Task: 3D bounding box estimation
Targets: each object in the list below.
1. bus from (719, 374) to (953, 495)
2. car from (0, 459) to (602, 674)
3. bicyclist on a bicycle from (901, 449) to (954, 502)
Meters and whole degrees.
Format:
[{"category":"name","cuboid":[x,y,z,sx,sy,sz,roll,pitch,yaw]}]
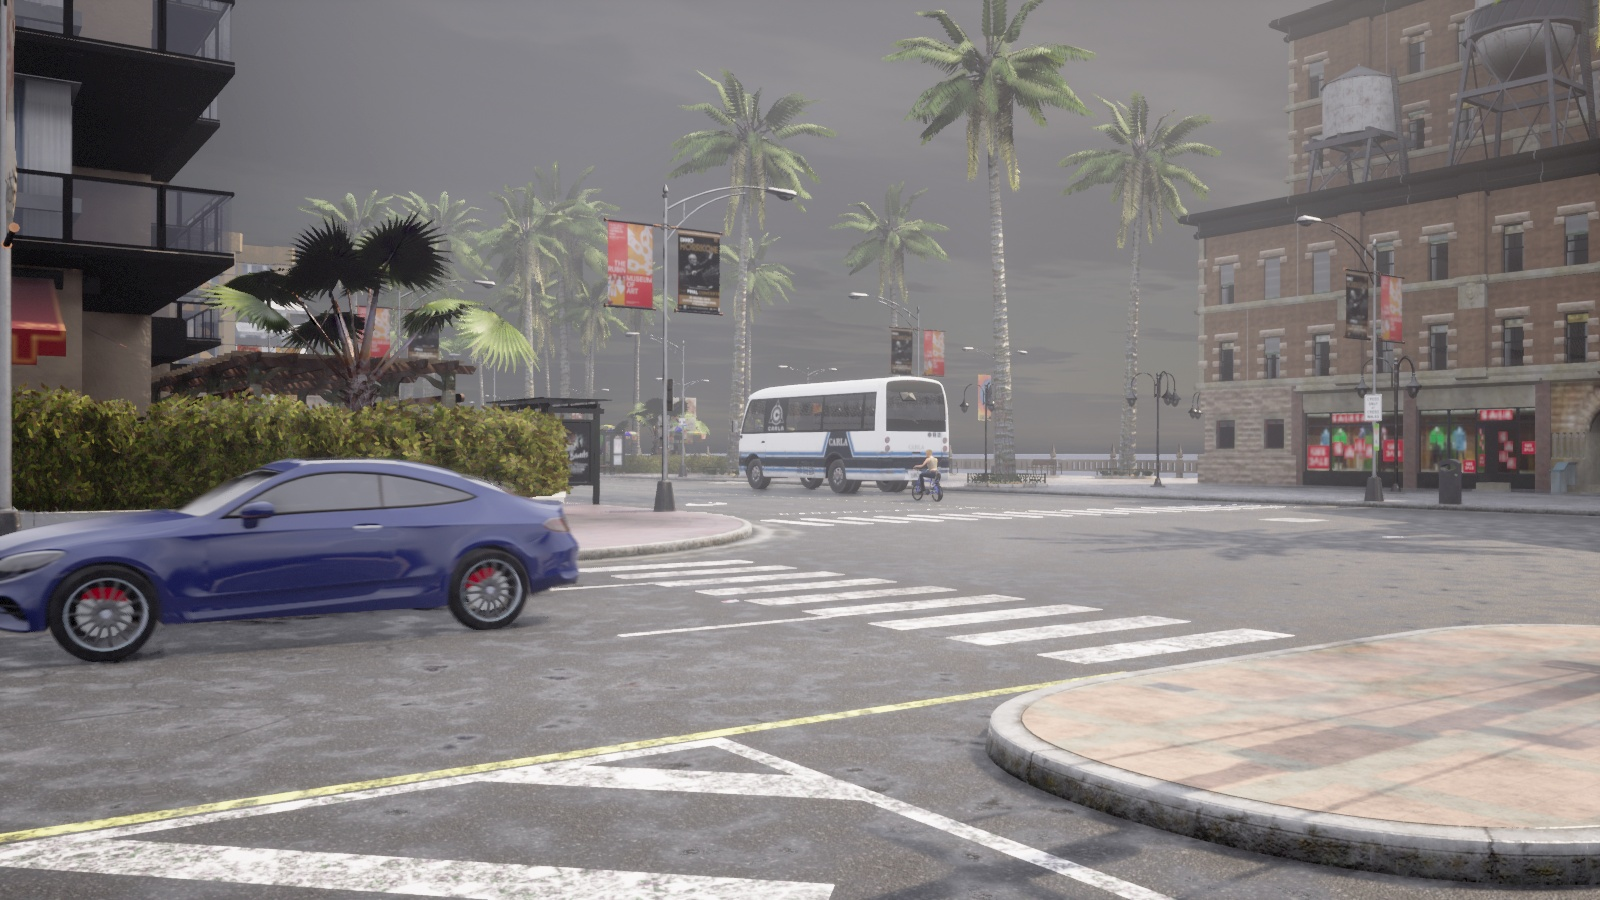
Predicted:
[{"category":"bus","cuboid":[1.119,-0.515,49.471,3.944,4.253,10.273,0,0,-34]},{"category":"car","cuboid":[-4.179,0.805,10.463,4.674,1.442,1.812,0,0,-35]},{"category":"bicyclist on a bicycle","cuboid":[3.960,0.768,39.015,0.866,1.612,1.509,0,0,-34]}]
